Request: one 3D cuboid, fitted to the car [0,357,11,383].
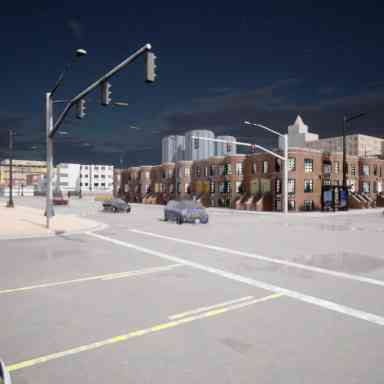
[{"bbox_3d":[-3.740,1.222,1.100,5.566,2.045,2.150,0,0,-35],"label":"car"}]

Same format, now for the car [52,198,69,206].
[{"bbox_3d":[-21.883,1.601,55.063,1.895,1.301,4.718,0,0,-35],"label":"car"}]

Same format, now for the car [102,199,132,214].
[{"bbox_3d":[-8.232,1.504,36.091,1.837,1.490,4.892,0,0,-36],"label":"car"}]

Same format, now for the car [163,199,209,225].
[{"bbox_3d":[-0.492,1.351,23.973,2.097,1.767,4.553,0,0,-23],"label":"car"}]
